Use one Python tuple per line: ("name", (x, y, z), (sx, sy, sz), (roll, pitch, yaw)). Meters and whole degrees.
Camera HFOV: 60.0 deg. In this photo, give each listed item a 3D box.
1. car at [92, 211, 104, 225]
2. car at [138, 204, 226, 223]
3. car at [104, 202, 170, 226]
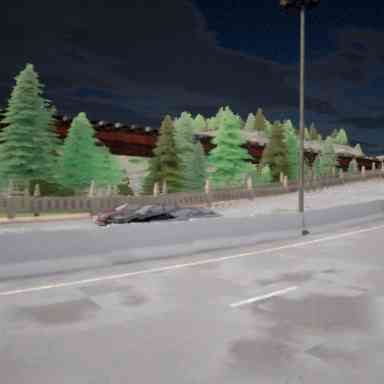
("car", (-4.280, 1.435, 22.317), (4.674, 1.442, 1.812), (-2, 1, -36))
("car", (-0.210, 1.476, 16.621), (4.181, 1.385, 1.994), (-2, 1, -36))
("car", (-2.247, 1.390, 19.468), (5.008, 1.535, 1.882), (-2, 1, -36))
